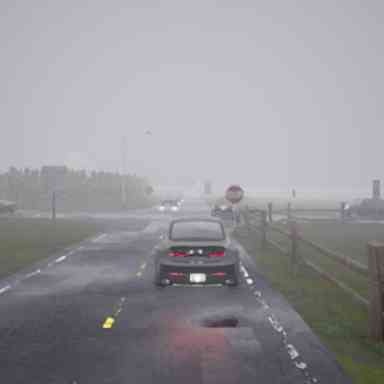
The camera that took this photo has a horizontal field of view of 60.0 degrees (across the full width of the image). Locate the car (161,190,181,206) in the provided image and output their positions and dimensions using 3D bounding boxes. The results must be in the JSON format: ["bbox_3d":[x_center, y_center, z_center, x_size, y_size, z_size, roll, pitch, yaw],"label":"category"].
[{"bbox_3d":[-2.815,0.895,42.184,1.882,1.535,5.008,0,1,0],"label":"car"}]

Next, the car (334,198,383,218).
[{"bbox_3d":[14.333,1.264,27.635,4.553,1.767,2.097,1,0,0],"label":"car"}]

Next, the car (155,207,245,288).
[{"bbox_3d":[0.108,1.381,8.838,1.837,1.490,4.892,0,1,0],"label":"car"}]

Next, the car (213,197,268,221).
[{"bbox_3d":[3.265,1.086,22.158,2.097,1.767,4.553,2,0,38],"label":"car"}]

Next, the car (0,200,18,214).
[{"bbox_3d":[-15.515,0.873,24.565,5.008,1.535,1.882,1,0,1],"label":"car"}]

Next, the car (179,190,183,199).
[{"bbox_3d":[-2.802,0.742,53.292,1.882,1.535,5.008,0,1,0],"label":"car"}]
